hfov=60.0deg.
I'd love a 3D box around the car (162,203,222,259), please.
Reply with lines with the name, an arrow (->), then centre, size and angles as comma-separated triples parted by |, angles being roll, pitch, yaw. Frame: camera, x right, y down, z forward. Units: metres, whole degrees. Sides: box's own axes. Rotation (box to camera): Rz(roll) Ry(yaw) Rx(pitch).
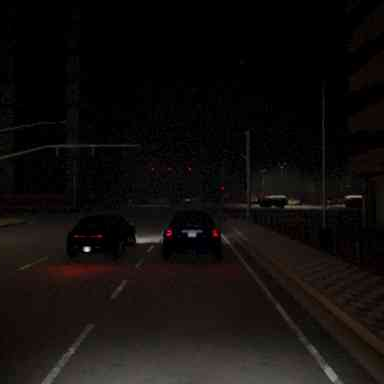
car -> 0.009, 1.499, 13.403 | 2.097, 1.767, 4.553 | 0, -1, 0

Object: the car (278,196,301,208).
car -> 20.804, 2.219, 70.058 | 3.806, 1.475, 1.970 | 0, -1, 0

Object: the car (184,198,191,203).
car -> -1.195, 2.547, 86.785 | 1.895, 1.301, 4.718 | 0, -1, -1

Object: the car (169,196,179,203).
car -> -4.691, 2.163, 86.424 | 2.150, 2.045, 5.566 | 0, -1, -1

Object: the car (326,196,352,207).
car -> 35.757, 2.099, 81.267 | 4.605, 1.855, 1.932 | 0, -1, 0

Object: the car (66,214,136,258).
car -> -3.491, 1.657, 13.484 | 1.837, 1.490, 4.892 | 0, 0, 0

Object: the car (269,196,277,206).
car -> 20.725, 2.038, 75.638 | 4.605, 1.855, 1.932 | 0, -1, 0

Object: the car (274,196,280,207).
car -> 20.789, 2.219, 72.953 | 3.905, 1.438, 1.784 | 0, -1, 0

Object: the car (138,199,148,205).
car -> -11.609, 2.414, 79.674 | 2.033, 1.411, 5.357 | 0, -1, -1

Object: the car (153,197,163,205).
car -> -8.109, 2.099, 79.690 | 2.150, 2.045, 5.566 | 0, -1, -1
